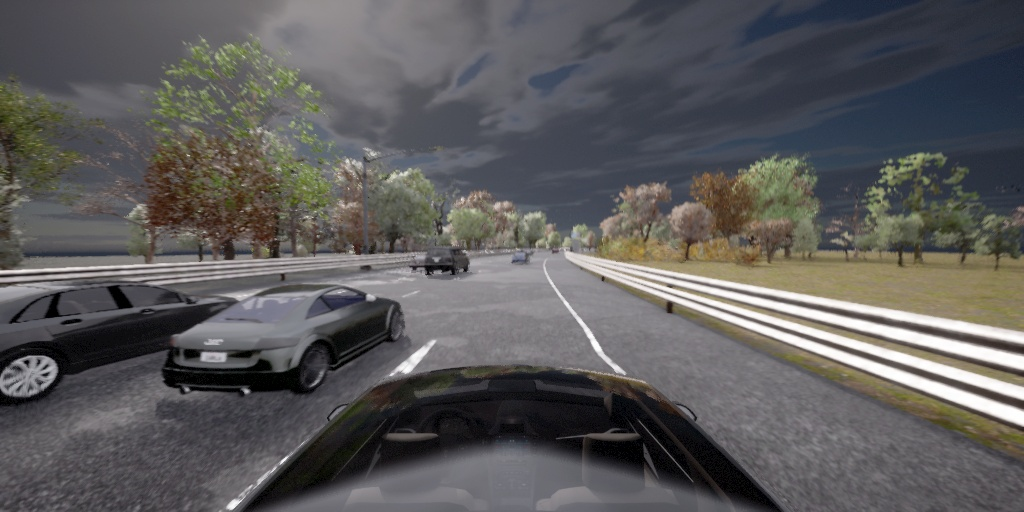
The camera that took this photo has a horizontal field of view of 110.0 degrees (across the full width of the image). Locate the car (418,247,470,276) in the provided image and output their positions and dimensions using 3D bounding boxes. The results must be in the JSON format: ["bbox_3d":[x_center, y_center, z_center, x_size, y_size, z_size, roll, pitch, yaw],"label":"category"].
[{"bbox_3d":[-4.809,0.333,27.092,2.150,2.045,5.566,0,1,7],"label":"car"}]

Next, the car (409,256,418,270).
[{"bbox_3d":[-7.606,0.530,32.750,2.033,1.411,5.357,0,1,8],"label":"car"}]

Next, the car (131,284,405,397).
[{"bbox_3d":[-3.566,1.195,6.518,1.994,1.385,4.181,0,1,6],"label":"car"}]

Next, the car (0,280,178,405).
[{"bbox_3d":[-7.118,1.163,6.188,1.837,1.490,4.892,0,1,6],"label":"car"}]

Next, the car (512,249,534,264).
[{"bbox_3d":[1.170,0.177,44.923,2.033,1.411,5.357,0,1,9],"label":"car"}]

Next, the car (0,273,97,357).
[{"bbox_3d":[-10.668,1.189,5.852,1.837,1.490,4.892,0,1,6],"label":"car"}]
